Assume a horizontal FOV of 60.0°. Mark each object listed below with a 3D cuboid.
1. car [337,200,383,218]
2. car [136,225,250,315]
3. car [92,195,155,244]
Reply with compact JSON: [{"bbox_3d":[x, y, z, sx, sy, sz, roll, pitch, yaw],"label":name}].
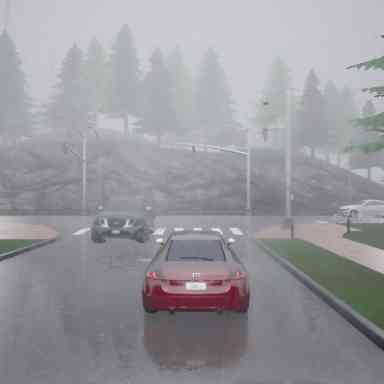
[{"bbox_3d":[14.374,1.363,27.170,4.674,1.442,1.812,0,0,0],"label":"car"},{"bbox_3d":[0.084,1.564,7.648,1.994,1.385,4.181,0,0,0],"label":"car"},{"bbox_3d":[-3.066,1.214,16.032,2.150,2.045,5.566,1,1,-1],"label":"car"}]
